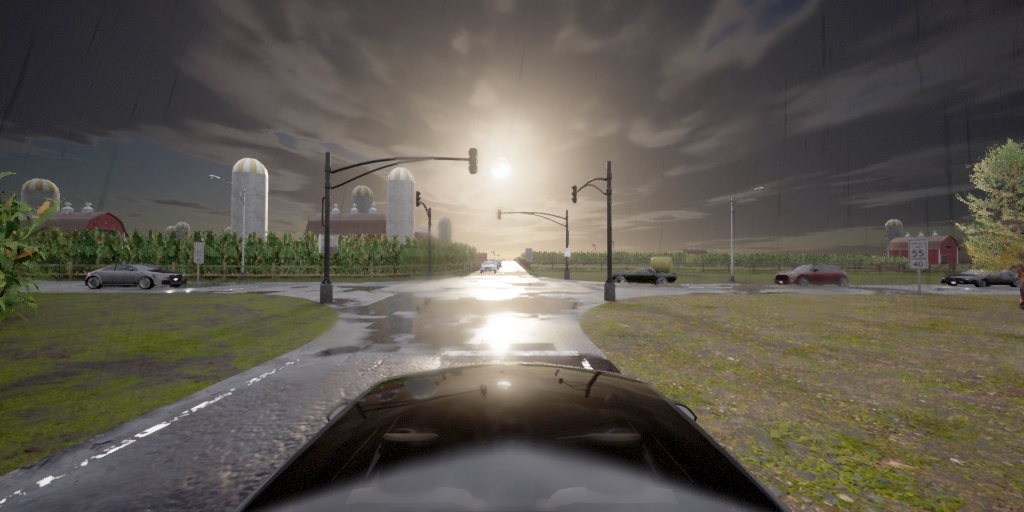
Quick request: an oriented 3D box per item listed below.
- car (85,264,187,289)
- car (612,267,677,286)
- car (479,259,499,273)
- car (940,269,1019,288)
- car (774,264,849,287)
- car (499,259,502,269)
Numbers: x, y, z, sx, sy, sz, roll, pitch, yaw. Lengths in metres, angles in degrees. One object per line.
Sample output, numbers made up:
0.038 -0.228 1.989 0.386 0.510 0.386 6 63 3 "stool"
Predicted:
-20.968 1.118 20.125 4.181 1.385 1.994 0 -1 -3 "car"
9.482 1.495 26.545 4.718 1.301 1.895 1 -1 8 "car"
-2.807 1.314 43.480 1.812 1.442 4.674 0 0 -1 "car"
36.494 1.694 27.689 5.357 1.411 2.033 1 -1 -4 "car"
22.096 1.363 26.627 4.553 1.767 2.097 1 -1 -4 "car"
-2.861 1.329 53.510 1.812 1.442 4.674 0 0 0 "car"
